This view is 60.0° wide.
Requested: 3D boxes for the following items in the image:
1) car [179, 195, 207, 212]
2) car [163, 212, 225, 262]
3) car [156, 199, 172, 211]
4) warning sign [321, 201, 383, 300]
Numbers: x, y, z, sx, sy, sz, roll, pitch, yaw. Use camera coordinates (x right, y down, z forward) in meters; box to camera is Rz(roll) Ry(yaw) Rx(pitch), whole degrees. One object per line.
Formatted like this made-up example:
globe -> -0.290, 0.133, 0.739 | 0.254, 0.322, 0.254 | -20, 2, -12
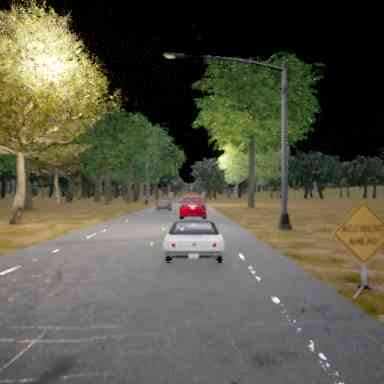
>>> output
car -> 0.076, 1.319, 27.797 | 2.150, 2.045, 5.566 | 0, 0, 0
car -> 0.072, 1.623, 12.105 | 1.895, 1.301, 4.718 | 0, 0, 0
car -> -3.602, 1.694, 43.207 | 1.837, 1.490, 4.892 | 0, 0, 0
warning sign -> 3.534, 1.122, 6.871 | 1.300, 1.860, 1.060 | -1, -1, 0
